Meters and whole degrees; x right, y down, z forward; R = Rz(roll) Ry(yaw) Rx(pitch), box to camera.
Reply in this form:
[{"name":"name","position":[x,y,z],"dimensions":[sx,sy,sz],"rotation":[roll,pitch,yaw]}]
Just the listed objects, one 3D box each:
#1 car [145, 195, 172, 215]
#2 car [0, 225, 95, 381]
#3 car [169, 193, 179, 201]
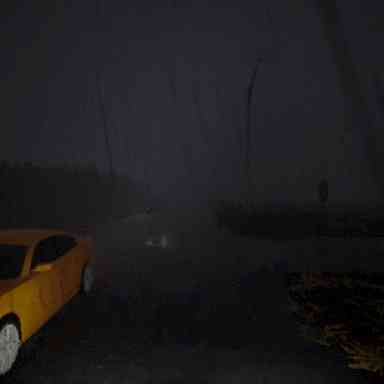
[{"name":"car","position":[-3.158,1.363,30.983],"dimensions":[1.812,1.442,4.674],"rotation":[0,1,0]},{"name":"car","position":[-3.105,1.413,5.527],"dimensions":[1.882,1.535,5.008],"rotation":[0,1,0]},{"name":"car","position":[-3.216,0.983,55.885],"dimensions":[1.837,1.490,4.892],"rotation":[0,1,0]}]
